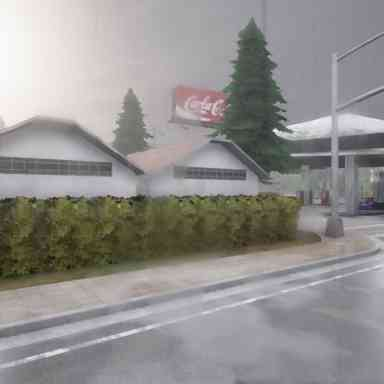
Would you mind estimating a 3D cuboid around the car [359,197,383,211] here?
[{"bbox_3d":[21.818,1.480,40.006,4.611,1.667,2.242,0,0,-36],"label":"car"}]

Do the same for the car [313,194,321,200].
[{"bbox_3d":[32.903,1.329,89.496,2.152,1.636,5.027,0,0,-36],"label":"car"}]
